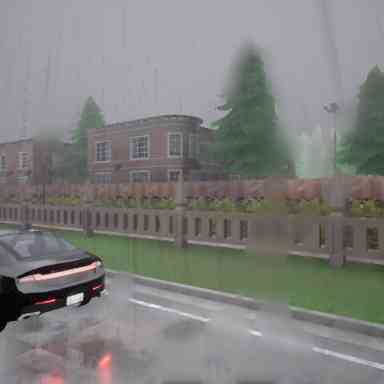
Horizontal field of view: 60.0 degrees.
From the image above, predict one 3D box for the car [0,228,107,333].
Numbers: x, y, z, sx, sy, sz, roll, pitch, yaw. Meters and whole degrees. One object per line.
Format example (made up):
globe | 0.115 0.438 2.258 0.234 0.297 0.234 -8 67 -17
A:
car | -3.836 1.491 6.710 4.902 1.511 2.128 0 0 35
